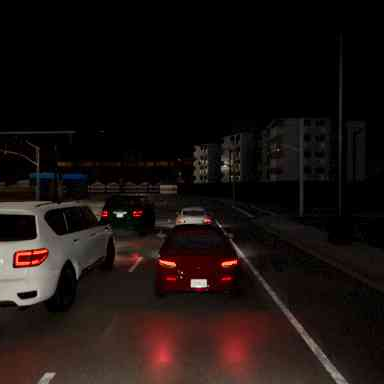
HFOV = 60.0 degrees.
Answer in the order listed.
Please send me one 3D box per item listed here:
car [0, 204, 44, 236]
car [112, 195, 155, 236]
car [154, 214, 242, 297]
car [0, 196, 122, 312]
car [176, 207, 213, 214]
[{"bbox_3d":[-10.472,1.473,19.064,1.812,1.442,4.674,0,0,1],"label":"car"},{"bbox_3d":[-3.352,1.179,18.174,2.150,2.045,5.566,0,0,0],"label":"car"},{"bbox_3d":[0.120,1.521,8.457,1.812,1.442,4.674,0,0,0],"label":"car"},{"bbox_3d":[-3.383,1.217,7.815,2.150,2.045,5.566,0,0,0],"label":"car"},{"bbox_3d":[0.115,1.490,17.544,1.812,1.442,4.674,0,0,1],"label":"car"}]
